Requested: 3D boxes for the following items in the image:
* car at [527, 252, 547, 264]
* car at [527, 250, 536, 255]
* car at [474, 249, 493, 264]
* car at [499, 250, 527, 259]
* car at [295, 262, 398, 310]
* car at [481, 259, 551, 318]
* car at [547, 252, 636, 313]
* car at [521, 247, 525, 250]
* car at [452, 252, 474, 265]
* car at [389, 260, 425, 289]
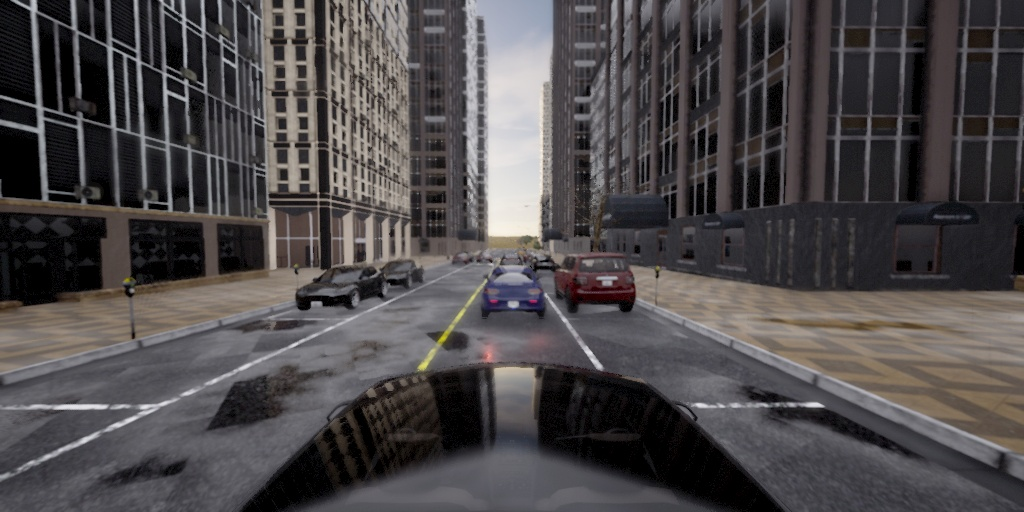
[{"bbox_3d":[2.553,0.565,29.969,1.948,1.339,4.313,0,0,0],"label":"car"},{"bbox_3d":[2.525,0.398,35.640,2.007,1.370,4.403,0,0,0],"label":"car"},{"bbox_3d":[-3.298,0.149,44.031,1.812,1.442,4.674,0,1,0],"label":"car"},{"bbox_3d":[-0.056,0.463,31.014,2.128,1.511,4.902,0,2,0],"label":"car"},{"bbox_3d":[-5.881,1.019,12.972,1.948,1.339,4.313,0,0,0],"label":"car"},{"bbox_3d":[0.027,1.016,11.536,1.812,1.442,4.674,0,2,0],"label":"car"},{"bbox_3d":[2.679,0.780,12.466,2.192,1.841,5.009,0,0,0],"label":"car"},{"bbox_3d":[2.468,-0.017,46.986,1.967,1.591,4.097,0,0,0],"label":"car"},{"bbox_3d":[-5.852,0.279,41.332,1.802,1.307,4.207,0,0,0],"label":"car"},{"bbox_3d":[-5.740,0.868,18.646,1.948,1.339,4.313,0,0,0],"label":"car"}]
